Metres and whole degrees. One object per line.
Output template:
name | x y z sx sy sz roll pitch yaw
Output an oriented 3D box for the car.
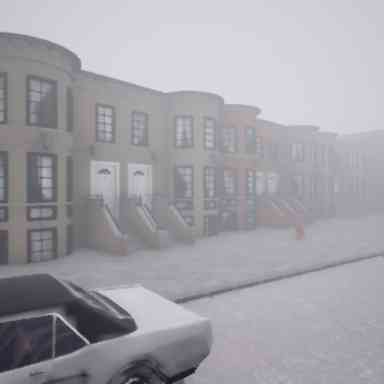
car | -2.170 1.601 3.059 4.718 1.301 1.895 0 0 -36
